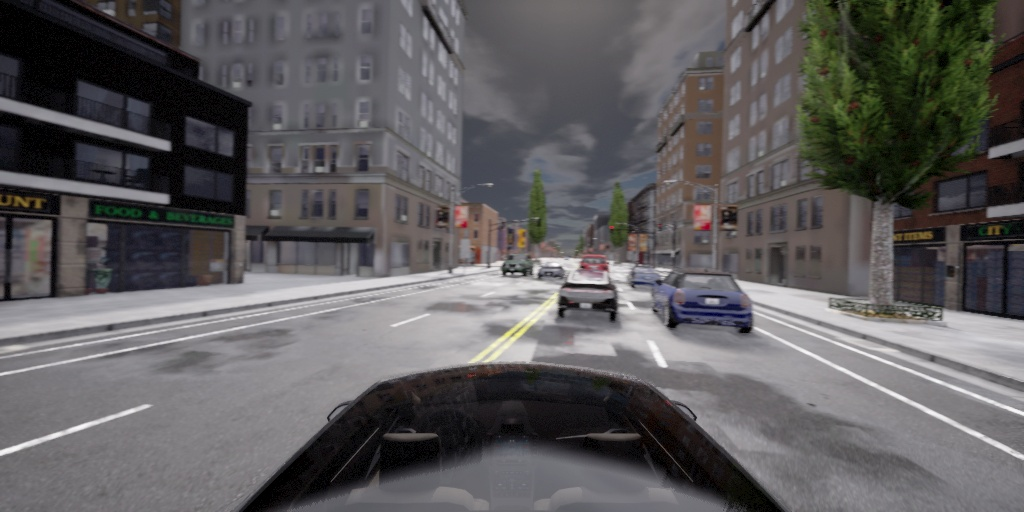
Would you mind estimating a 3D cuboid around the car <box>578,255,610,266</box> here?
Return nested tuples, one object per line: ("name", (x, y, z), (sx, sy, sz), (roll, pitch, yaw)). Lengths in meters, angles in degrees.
("car", (6.127, 0.964, 26.856), (2.150, 2.045, 5.566), (2, 0, 13))

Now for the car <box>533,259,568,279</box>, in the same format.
("car", (3.307, 1.217, 29.814), (1.994, 1.385, 4.181), (2, 0, 13))

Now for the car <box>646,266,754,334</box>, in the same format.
("car", (5.771, 1.190, 11.452), (2.097, 1.767, 4.553), (2, 1, 14))

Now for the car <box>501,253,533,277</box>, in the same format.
("car", (0.618, 0.787, 32.571), (2.150, 2.045, 5.566), (2, 0, 13))

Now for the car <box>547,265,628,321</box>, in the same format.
("car", (2.724, 1.234, 12.658), (2.128, 1.511, 4.902), (2, 0, 14))

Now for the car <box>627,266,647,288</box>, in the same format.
("car", (8.863, 1.381, 24.335), (2.033, 1.411, 5.357), (2, 0, 13))
